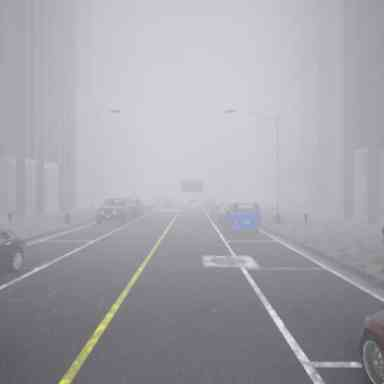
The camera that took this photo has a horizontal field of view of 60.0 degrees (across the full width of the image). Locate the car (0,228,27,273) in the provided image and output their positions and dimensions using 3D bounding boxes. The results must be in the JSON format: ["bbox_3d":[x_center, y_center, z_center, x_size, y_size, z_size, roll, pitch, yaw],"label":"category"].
[{"bbox_3d":[-5.666,1.561,8.033,2.008,1.369,4.403,0,0,0],"label":"car"}]

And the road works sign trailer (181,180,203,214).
[{"bbox_3d":[0.005,0.478,35.524,2.380,3.560,2.880,0,0,0],"label":"road works sign trailer"}]

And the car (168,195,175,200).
[{"bbox_3d":[-5.655,1.646,92.619,1.802,1.307,4.206,0,0,0],"label":"car"}]

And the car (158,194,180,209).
[{"bbox_3d":[-3.080,1.358,45.431,2.097,1.767,4.553,0,0,0],"label":"car"}]

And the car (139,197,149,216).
[{"bbox_3d":[-5.662,1.332,30.593,2.192,1.841,5.009,0,0,0],"label":"car"}]

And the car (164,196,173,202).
[{"bbox_3d":[-5.656,1.588,81.341,1.887,1.381,4.507,0,0,0],"label":"car"}]

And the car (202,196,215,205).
[{"bbox_3d":[2.867,1.450,58.768,1.967,1.590,4.097,0,0,0],"label":"car"}]

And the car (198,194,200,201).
[{"bbox_3d":[2.868,1.338,70.049,2.192,1.841,5.009,0,0,0],"label":"car"}]

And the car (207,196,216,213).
[{"bbox_3d":[2.872,1.538,36.414,1.752,1.417,4.829,0,0,1],"label":"car"}]

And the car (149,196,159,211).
[{"bbox_3d":[-5.661,1.536,41.661,1.752,1.417,4.829,0,0,1],"label":"car"}]

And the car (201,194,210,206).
[{"bbox_3d":[2.866,1.447,53.130,1.967,1.590,4.097,0,0,0],"label":"car"}]

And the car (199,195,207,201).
[{"bbox_3d":[2.870,1.494,86.966,1.967,1.590,4.097,0,0,0],"label":"car"}]

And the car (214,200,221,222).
[{"bbox_3d":[2.864,1.544,25.101,1.752,1.417,4.829,0,0,0],"label":"car"}]

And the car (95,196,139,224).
[{"bbox_3d":[-5.662,1.333,24.952,2.192,1.841,5.009,0,0,0],"label":"car"}]

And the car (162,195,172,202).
[{"bbox_3d":[-5.657,1.473,75.702,1.967,1.590,4.097,0,0,0],"label":"car"}]

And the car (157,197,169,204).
[{"bbox_3d":[-5.658,1.581,64.424,1.947,1.339,4.313,0,0,0],"label":"car"}]

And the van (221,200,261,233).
[{"bbox_3d":[2.862,1.360,19.289,1.690,1.788,3.998,0,0,0],"label":"van"}]

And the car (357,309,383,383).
[{"bbox_3d":[2.859,1.585,2.370,1.802,1.307,4.206,0,0,0],"label":"car"}]
